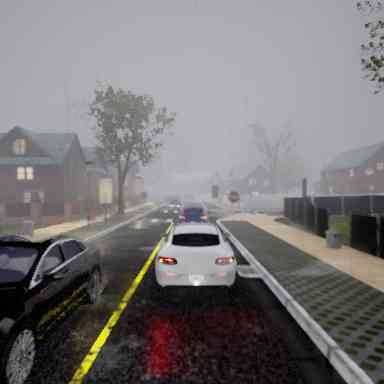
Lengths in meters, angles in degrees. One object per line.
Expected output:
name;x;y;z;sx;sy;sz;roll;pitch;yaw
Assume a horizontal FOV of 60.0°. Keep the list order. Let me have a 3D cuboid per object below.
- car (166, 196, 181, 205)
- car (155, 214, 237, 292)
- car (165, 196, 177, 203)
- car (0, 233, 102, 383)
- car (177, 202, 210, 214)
car;-2.929;1.588;57.974;1.994;1.385;4.181;0;0;0
car;0.086;1.536;8.864;1.812;1.442;4.674;0;0;0
car;-4.633;1.630;73.567;1.812;1.442;4.674;0;0;-15
car;-2.853;1.498;5.296;2.128;1.511;4.902;0;0;0
car;0.119;1.544;20.311;1.812;1.442;4.674;0;0;2
